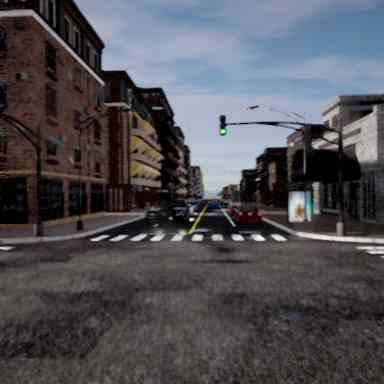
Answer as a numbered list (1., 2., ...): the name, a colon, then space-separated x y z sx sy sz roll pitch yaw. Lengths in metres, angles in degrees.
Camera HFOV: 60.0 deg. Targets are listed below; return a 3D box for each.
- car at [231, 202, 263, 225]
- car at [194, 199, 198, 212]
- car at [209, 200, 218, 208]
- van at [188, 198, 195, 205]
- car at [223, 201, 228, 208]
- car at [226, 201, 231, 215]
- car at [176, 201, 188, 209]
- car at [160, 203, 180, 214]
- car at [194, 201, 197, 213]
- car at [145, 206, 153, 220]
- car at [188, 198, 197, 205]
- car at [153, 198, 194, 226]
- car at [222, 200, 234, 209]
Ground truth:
1. car: 4.465 1.728 26.795 1.967 1.590 4.097 -1 -1 3
2. car: -0.122 2.122 46.331 1.812 1.442 4.674 -1 -1 4
3. car: 4.231 2.353 65.336 2.033 1.411 5.357 -1 -1 4
4. van: -0.066 2.538 89.837 1.690 1.788 3.998 -1 -1 3
5. car: 5.514 2.052 43.852 2.008 1.369 4.403 -1 -1 3
6. car: 5.165 2.012 38.165 1.802 1.307 4.206 -1 -1 4
7. car: -1.816 2.342 61.238 1.752 1.417 4.829 -1 -1 3
8. car: -2.851 2.151 44.351 2.008 1.369 4.403 -1 -1 4
9. car: -0.737 1.998 36.450 1.812 1.442 4.674 -1 -1 4
10. car: -3.549 2.009 32.979 2.008 1.369 4.403 -1 -1 4
11. car: 0.282 2.590 95.521 2.192 1.841 5.009 -1 -1 3
12. car: -1.340 1.572 26.650 2.150 2.045 5.566 -1 -1 4
13. car: 6.560 2.270 60.908 2.008 1.369 4.403 -1 -1 3
